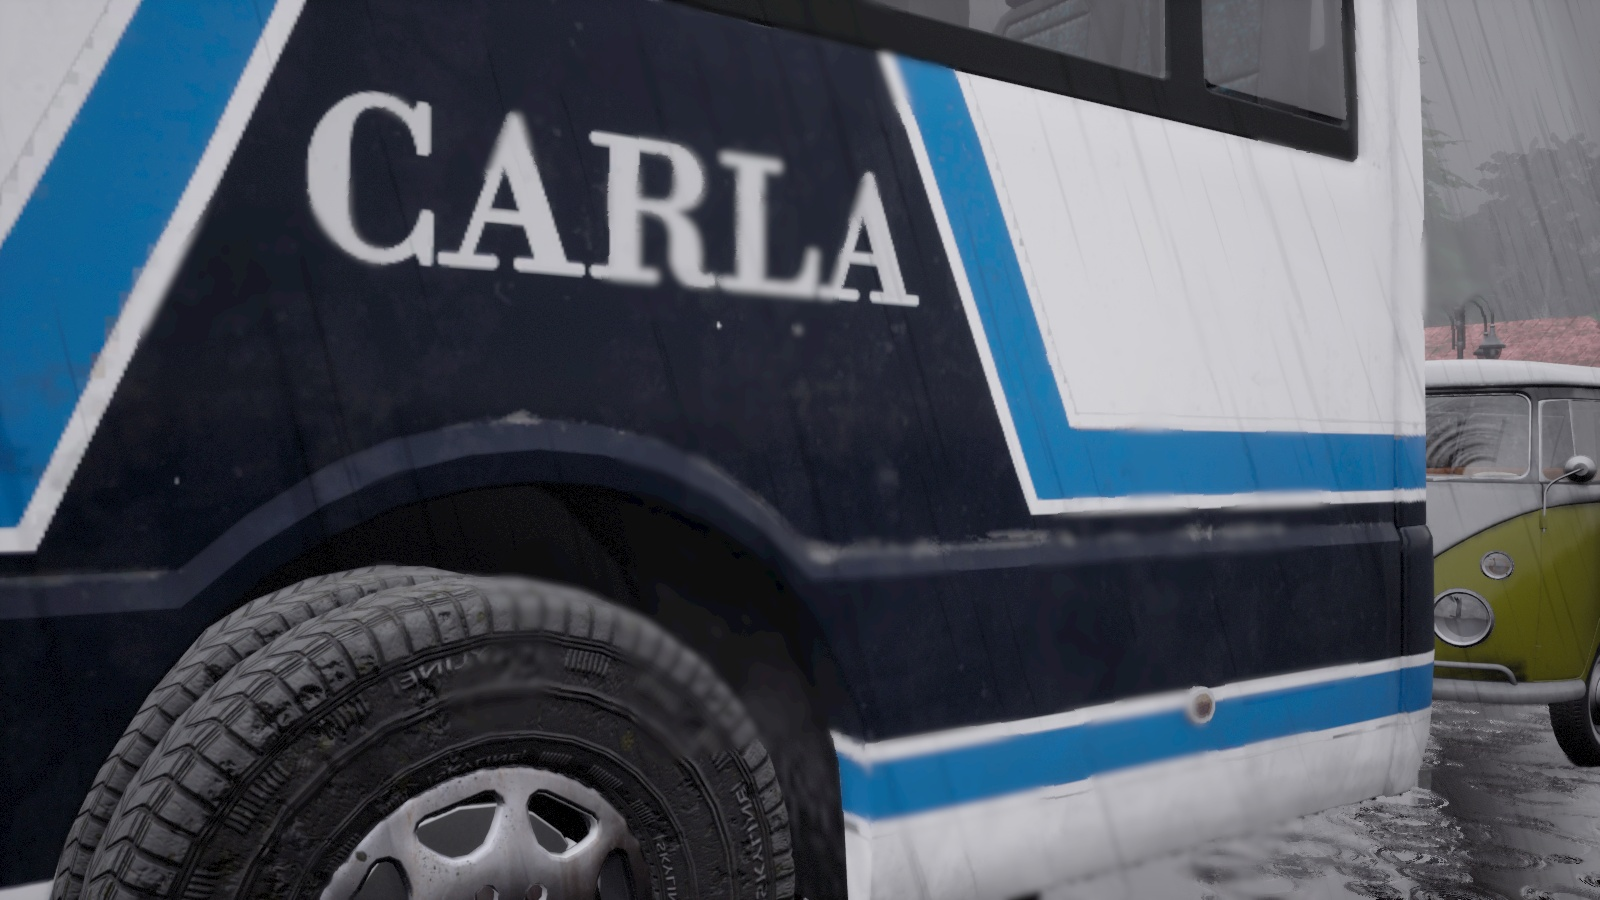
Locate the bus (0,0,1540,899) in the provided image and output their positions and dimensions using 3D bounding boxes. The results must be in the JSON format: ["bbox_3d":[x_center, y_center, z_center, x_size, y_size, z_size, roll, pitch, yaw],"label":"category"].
[{"bbox_3d":[-3.492,-0.620,1.849,10.273,4.253,3.944,0,0,-35],"label":"bus"}]

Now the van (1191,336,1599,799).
[{"bbox_3d":[4.460,0.506,7.382,4.442,1.987,1.775,0,0,-35],"label":"van"}]
